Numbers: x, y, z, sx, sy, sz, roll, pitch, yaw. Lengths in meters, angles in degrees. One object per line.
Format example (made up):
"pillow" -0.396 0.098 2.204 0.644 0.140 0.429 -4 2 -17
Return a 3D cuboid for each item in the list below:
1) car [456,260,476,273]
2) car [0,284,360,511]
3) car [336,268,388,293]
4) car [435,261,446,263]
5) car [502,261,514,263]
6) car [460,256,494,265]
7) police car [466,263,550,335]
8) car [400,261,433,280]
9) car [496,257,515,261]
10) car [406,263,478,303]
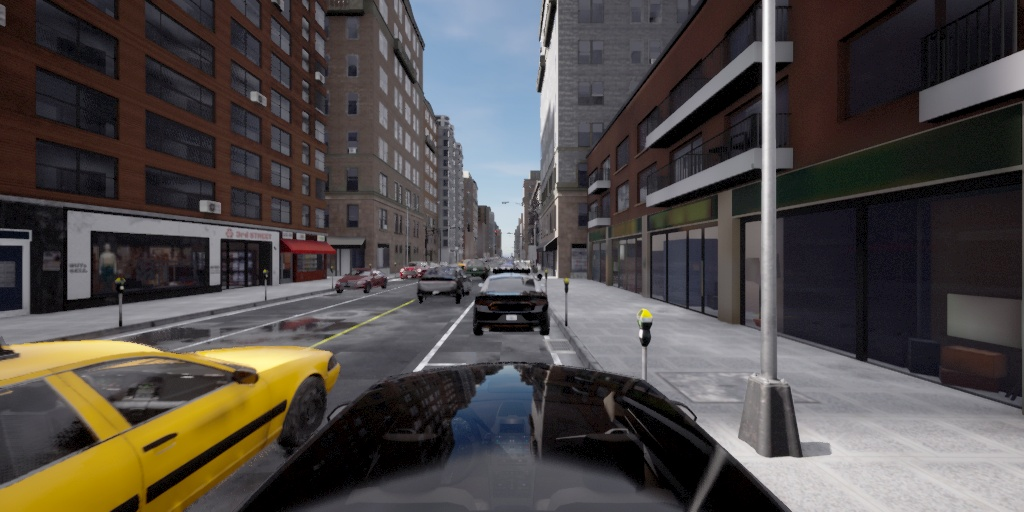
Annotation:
"car" -5.776 1.229 45.599 1.882 1.535 5.008 0 0 0
"car" -3.021 1.205 2.229 1.801 1.575 5.366 0 0 0
"car" -8.408 1.332 20.388 1.802 1.307 4.207 0 0 0
"car" -8.408 1.275 36.773 1.751 1.417 4.829 0 0 0
"car" -0.383 1.300 25.913 2.007 1.370 4.403 0 0 0
"car" -3.018 1.100 31.404 2.097 1.767 4.553 0 0 0
"police car" -0.012 1.175 10.610 1.930 1.638 5.238 0 0 0
"car" -8.408 1.190 31.425 1.967 1.591 4.097 0 0 0
"car" -0.383 1.190 36.951 1.967 1.591 4.097 0 0 0
"car" -3.016 1.243 16.634 2.128 1.511 4.902 0 0 0
